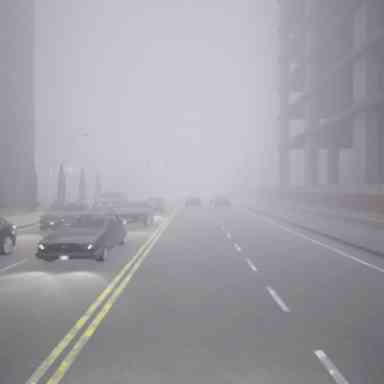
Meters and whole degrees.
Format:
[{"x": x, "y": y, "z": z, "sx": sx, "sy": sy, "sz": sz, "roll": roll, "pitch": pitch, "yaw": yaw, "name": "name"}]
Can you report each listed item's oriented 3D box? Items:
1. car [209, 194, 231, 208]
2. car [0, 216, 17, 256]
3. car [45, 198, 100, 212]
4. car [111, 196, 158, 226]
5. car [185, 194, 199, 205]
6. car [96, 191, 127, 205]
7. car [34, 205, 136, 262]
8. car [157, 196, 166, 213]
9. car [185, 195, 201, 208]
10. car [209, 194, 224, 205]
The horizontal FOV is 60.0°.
[{"x": 3.528, "y": 1.106, "z": 39.529, "sx": 2.128, "sy": 1.511, "sz": 4.902, "roll": 0, "pitch": 1, "yaw": 0, "name": "car"}, {"x": -7.093, "y": 1.416, "z": 9.829, "sx": 1.837, "sy": 1.490, "sz": 4.892, "roll": 0, "pitch": 1, "yaw": 0, "name": "car"}, {"x": -7.084, "y": 1.322, "z": 19.233, "sx": 1.837, "sy": 1.490, "sz": 4.892, "roll": 0, "pitch": 1, "yaw": 0, "name": "car"}, {"x": -3.584, "y": 1.271, "z": 21.641, "sx": 1.882, "sy": 1.535, "sz": 5.008, "roll": 0, "pitch": 1, "yaw": 0, "name": "car"}, {"x": 0.036, "y": 1.076, "z": 49.581, "sx": 1.994, "sy": 1.385, "sz": 4.181, "roll": 0, "pitch": 1, "yaw": 0, "name": "car"}, {"x": -7.067, "y": 0.934, "z": 29.594, "sx": 2.150, "sy": 2.045, "sz": 5.566, "roll": 0, "pitch": 1, "yaw": 0, "name": "car"}, {"x": -3.592, "y": 1.438, "z": 11.996, "sx": 2.033, "sy": 1.411, "sz": 5.357, "roll": 0, "pitch": 1, "yaw": 0, "name": "car"}, {"x": -3.560, "y": 1.180, "z": 32.004, "sx": 2.128, "sy": 1.511, "sz": 4.902, "roll": 0, "pitch": 1, "yaw": 0, "name": "car"}, {"x": 0.129, "y": 1.084, "z": 40.239, "sx": 1.882, "sy": 1.535, "sz": 5.008, "roll": 0, "pitch": 1, "yaw": 0, "name": "car"}, {"x": 3.544, "y": 1.045, "z": 48.912, "sx": 1.812, "sy": 1.442, "sz": 4.674, "roll": 0, "pitch": 1, "yaw": 0, "name": "car"}]
